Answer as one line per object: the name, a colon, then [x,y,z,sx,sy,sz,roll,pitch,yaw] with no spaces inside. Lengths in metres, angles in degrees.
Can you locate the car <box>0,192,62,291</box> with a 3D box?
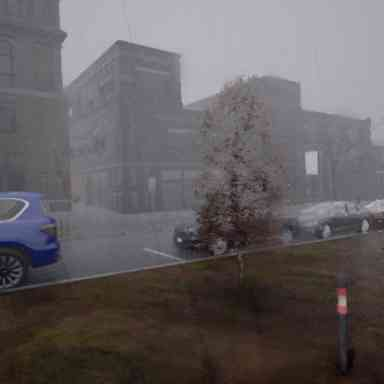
car: [-5.578,1.034,6.624,5.566,2.045,2.435,-1,1,-33]

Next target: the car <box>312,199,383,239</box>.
car: [6.202,1.179,15.073,4.892,1.521,2.231,-1,1,-33]

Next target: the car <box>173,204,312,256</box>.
car: [1.700,1.217,11.843,5.008,1.535,2.097,-1,0,-33]
